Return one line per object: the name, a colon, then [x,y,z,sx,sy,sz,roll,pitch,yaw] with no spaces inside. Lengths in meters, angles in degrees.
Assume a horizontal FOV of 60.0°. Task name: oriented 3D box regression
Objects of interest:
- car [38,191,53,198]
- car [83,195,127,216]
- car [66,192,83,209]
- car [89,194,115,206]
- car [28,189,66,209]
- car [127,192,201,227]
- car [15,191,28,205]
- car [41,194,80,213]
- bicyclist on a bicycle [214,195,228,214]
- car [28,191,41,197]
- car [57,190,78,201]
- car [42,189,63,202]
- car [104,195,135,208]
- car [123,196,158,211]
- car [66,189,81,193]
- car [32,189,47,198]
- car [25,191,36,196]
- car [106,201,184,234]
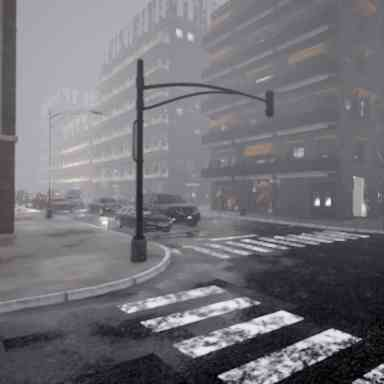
car: [-31.883,0.621,72.272,1.887,1.381,4.507,1,0,-36]
car: [-7.583,1.202,29.017,1.837,1.490,4.892,0,1,-36]
car: [-13.497,1.086,37.159,1.812,1.442,4.674,0,0,-36]
car: [-12.331,1.045,45.398,1.752,1.417,4.829,1,0,-36]
car: [-15.746,0.854,35.856,2.192,1.841,5.009,1,0,-36]
car: [-1.742,1.055,20.990,2.150,2.045,5.566,0,0,-36]
car: [-22.202,0.917,44.721,1.752,1.417,4.829,1,0,-36]
car: [-12.476,1.159,31.353,1.887,1.381,4.507,1,0,-36]
bicyclist on a bicycle: [2.603,1.131,29.867,1.656,1.620,0.582,0,1,-36]
car: [-38.435,0.480,81.277,2.008,1.369,4.403,1,0,-36]
car: [-22.052,0.613,58.767,2.192,1.841,5.009,1,0,-36]
car: [-23.884,0.509,56.859,2.150,2.045,5.566,0,1,-36]
car: [-8.956,1.148,40.759,2.008,1.369,4.403,1,0,-36]
car: [-5.681,1.224,36.257,2.008,1.369,4.403,1,0,-36]
car: [-17.608,0.651,48.247,2.150,2.045,5.566,0,0,-36]
car: [-35.154,0.318,76.774,2.192,1.841,5.009,1,0,-36]
car: [-41.711,0.422,85.779,1.947,1.339,4.313,1,0,-36]
car: [-2.650,1.393,17.847,2.008,1.369,4.403,2,0,-36]
